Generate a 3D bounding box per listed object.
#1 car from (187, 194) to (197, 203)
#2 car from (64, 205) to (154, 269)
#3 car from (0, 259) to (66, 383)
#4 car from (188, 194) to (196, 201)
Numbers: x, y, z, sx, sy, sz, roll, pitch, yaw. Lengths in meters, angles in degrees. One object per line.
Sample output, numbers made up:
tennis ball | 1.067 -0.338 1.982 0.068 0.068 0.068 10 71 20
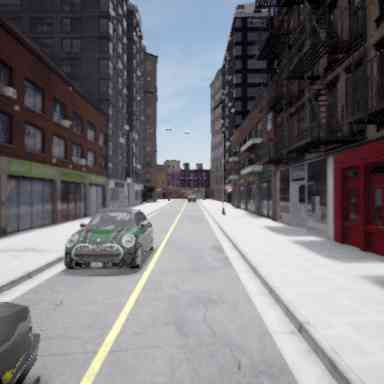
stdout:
car | 0.032 1.542 72.023 1.837 1.490 4.892 0 0 0
car | -2.529 1.355 11.134 2.097 1.767 4.553 0 0 1
car | -2.592 1.547 1.373 2.033 1.411 5.357 0 0 0
car | 0.036 1.289 82.389 2.097 1.767 4.553 0 0 0
